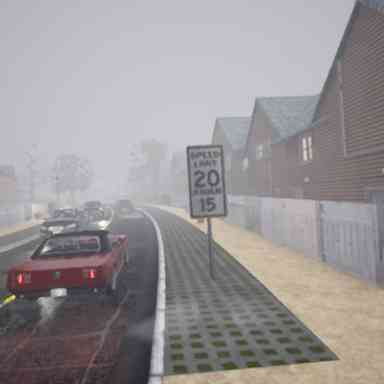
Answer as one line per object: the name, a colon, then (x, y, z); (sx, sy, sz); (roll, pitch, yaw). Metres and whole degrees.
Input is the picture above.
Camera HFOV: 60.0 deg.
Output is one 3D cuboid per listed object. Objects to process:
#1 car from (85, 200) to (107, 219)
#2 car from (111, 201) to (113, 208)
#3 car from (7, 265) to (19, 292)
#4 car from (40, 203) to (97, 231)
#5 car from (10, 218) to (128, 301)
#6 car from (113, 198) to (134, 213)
car: (-8.907, 1.552, 30.047); (2.097, 1.767, 4.553); (-3, 0, -12)
car: (-10.520, 1.653, 48.278); (1.812, 1.442, 4.674); (-3, 1, -18)
car: (-5.385, 1.672, 6.177); (2.128, 1.511, 4.902); (-3, 0, -8)
car: (-6.851, 1.674, 18.259); (2.128, 1.511, 4.902); (-3, 0, -9)
car: (-2.746, 1.620, 8.528); (1.895, 1.301, 4.718); (-3, 0, -5)
car: (-7.757, 1.576, 38.228); (1.837, 1.490, 4.892); (-3, 1, -13)
